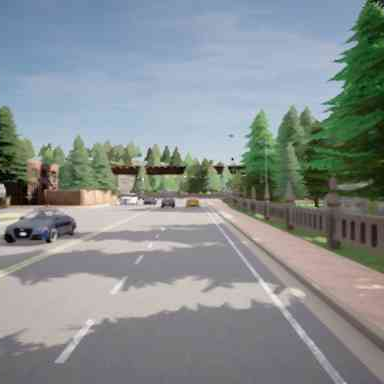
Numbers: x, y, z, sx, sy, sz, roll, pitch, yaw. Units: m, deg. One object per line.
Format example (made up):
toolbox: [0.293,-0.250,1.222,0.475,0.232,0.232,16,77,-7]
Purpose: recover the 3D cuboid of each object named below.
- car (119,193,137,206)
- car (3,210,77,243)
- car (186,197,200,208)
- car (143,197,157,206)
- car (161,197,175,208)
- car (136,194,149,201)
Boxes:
car: [-10.576,1.224,55.739,2.150,2.045,5.566,0,0,1]
car: [-7.071,1.565,15.920,1.994,1.385,4.181,0,0,0]
car: [0.086,1.481,49.551,1.882,1.535,5.008,0,0,0]
car: [-7.069,1.568,55.990,1.994,1.385,4.181,0,0,0]
car: [-3.413,1.495,48.393,2.128,1.511,4.902,0,0,0]
car: [-10.521,1.160,71.133,2.033,1.411,5.357,0,0,0]
